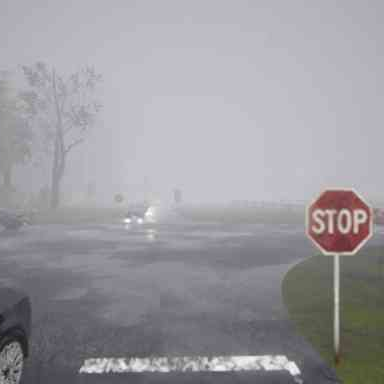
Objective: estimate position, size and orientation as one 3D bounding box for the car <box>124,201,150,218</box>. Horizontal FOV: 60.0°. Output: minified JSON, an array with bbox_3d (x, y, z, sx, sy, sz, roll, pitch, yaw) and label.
[{"bbox_3d":[-5.817,1.917,34.652,2.033,1.411,5.357,0,-1,-3],"label":"car"}]

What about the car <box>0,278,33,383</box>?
[{"bbox_3d":[-2.829,1.516,2.151,2.128,1.511,4.902,0,-1,-1],"label":"car"}]

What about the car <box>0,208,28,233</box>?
[{"bbox_3d":[-13.004,1.791,21.006,4.892,1.490,1.837,0,0,-2],"label":"car"}]

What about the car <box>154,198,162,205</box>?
[{"bbox_3d":[-8.306,2.241,81.037,2.097,1.767,4.553,0,-1,-7],"label":"car"}]

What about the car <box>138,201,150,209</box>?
[{"bbox_3d":[-8.500,2.238,58.875,1.895,1.301,4.718,0,-1,-6],"label":"car"}]

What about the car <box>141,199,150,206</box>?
[{"bbox_3d":[-9.885,2.250,70.933,1.837,1.490,4.892,0,-1,-7],"label":"car"}]

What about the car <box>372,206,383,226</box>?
[{"bbox_3d":[14.888,1.318,22.492,5.566,2.045,2.150,0,0,-4],"label":"car"}]

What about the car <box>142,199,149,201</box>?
[{"bbox_3d":[-7.032,2.019,45.915,1.812,1.442,4.674,0,-1,-7],"label":"car"}]
